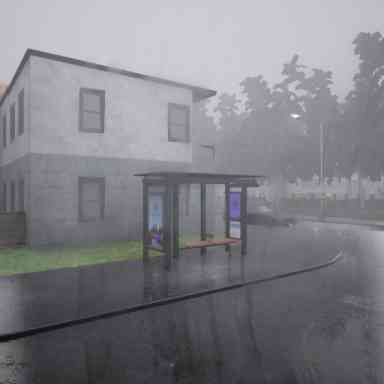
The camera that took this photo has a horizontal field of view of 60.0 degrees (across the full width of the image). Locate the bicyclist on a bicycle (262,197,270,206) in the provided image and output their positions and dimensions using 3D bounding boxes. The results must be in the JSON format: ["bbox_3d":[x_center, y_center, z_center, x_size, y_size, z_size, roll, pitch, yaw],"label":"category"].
[{"bbox_3d":[7.145,1.349,32.428,1.656,1.620,0.582,0,0,-35],"label":"bicyclist on a bicycle"}]

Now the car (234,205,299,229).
[{"bbox_3d":[4.307,1.547,21.935,2.033,1.411,5.357,0,0,-35],"label":"car"}]
